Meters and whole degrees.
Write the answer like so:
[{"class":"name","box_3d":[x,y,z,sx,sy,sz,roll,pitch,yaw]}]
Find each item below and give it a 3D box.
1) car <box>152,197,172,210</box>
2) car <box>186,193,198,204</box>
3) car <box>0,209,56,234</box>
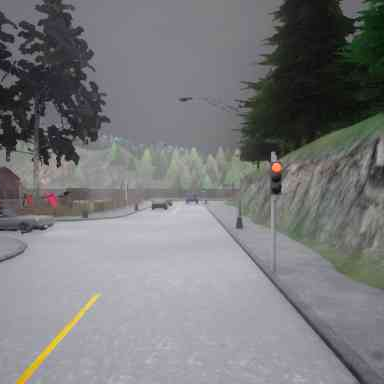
[{"class":"car","box_3d":[-4.064,1.478,42.896,1.882,1.535,5.008,0,0,0]},{"class":"car","box_3d":[0.051,1.221,62.528,2.150,2.045,5.566,0,0,0]},{"class":"car","box_3d":[-10.254,1.601,18.673,4.718,1.301,1.895,0,0,6]}]
